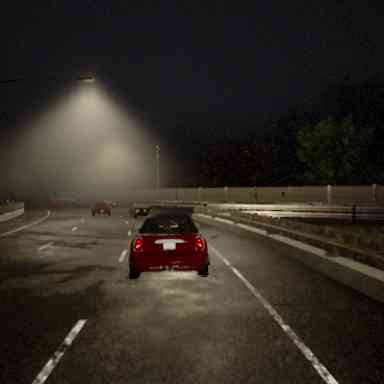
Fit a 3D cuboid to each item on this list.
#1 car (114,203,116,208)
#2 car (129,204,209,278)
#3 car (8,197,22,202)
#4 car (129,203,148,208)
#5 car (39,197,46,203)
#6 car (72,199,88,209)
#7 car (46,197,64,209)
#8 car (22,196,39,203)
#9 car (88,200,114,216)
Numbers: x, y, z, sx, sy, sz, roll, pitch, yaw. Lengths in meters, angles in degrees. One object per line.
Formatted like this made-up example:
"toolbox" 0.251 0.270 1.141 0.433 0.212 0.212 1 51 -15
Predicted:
"car" -13.535 1.958 52.839 1.895 1.301 4.718 0 0 -28
"car" -0.775 1.417 10.574 2.097 1.767 4.553 0 0 -5
"car" -42.619 1.972 78.637 4.181 1.385 1.994 0 0 40
"car" -4.994 1.756 32.346 2.033 1.411 5.357 0 0 -17
"car" -37.214 1.964 83.266 5.008 1.535 1.882 0 0 40
"car" -17.907 1.901 53.379 1.812 1.442 4.674 0 -1 -30
"car" -21.336 1.905 52.317 1.812 1.442 4.674 0 -1 -31
"car" -39.955 1.822 80.946 4.553 1.767 2.097 0 0 40
"car" -9.874 1.771 35.849 1.812 1.442 4.674 0 0 -19
